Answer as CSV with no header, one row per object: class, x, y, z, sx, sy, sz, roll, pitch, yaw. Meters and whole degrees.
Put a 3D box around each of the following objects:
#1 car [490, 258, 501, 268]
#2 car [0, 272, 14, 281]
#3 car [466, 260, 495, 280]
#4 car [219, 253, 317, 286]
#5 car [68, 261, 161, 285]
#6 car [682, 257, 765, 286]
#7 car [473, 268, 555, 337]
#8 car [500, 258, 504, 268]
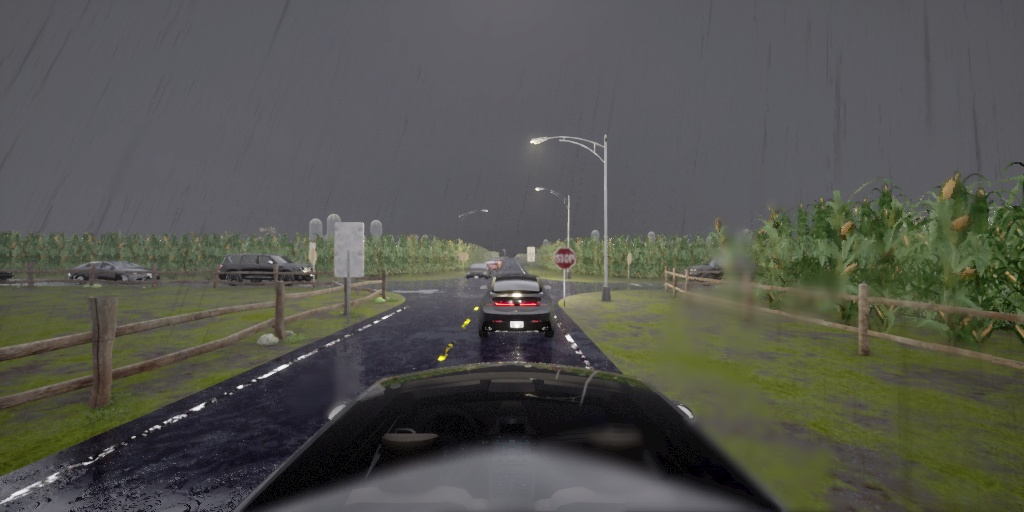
car,-2.769,1.301,46.115,1.994,1.385,4.181,0,0,0
car,-36.151,1.143,23.575,4.718,1.301,1.895,0,-1,1
car,-2.803,1.292,30.954,2.033,1.411,5.357,0,0,0
car,-15.823,0.870,23.357,5.566,2.045,2.150,0,-1,0
car,-25.873,1.085,23.452,4.902,1.511,2.128,0,-1,1
car,15.389,1.094,25.925,5.566,2.045,2.150,0,-1,1
car,0.111,1.256,10.283,1.837,1.490,4.892,0,0,0
car,-2.732,1.079,57.158,2.097,1.767,4.553,0,0,0
